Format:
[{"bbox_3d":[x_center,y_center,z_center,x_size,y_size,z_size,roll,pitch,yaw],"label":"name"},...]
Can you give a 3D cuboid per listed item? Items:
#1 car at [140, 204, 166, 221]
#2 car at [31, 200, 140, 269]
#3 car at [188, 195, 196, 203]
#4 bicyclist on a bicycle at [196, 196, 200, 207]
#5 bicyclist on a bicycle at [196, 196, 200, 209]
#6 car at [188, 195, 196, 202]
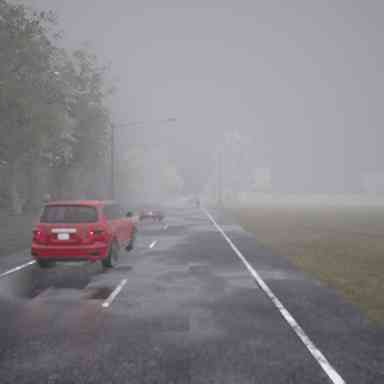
[{"bbox_3d":[-3.383,1.715,29.099,1.994,1.385,4.181,0,0,0],"label":"car"},{"bbox_3d":[-3.394,1.282,11.476,2.150,2.045,5.566,0,0,0],"label":"car"},{"bbox_3d":[0.050,1.961,78.365,1.994,1.385,4.181,0,0,0],"label":"car"},{"bbox_3d":[1.000,1.680,59.422,0.659,1.776,1.843,0,0,0],"label":"bicyclist on a bicycle"},{"bbox_3d":[0.987,1.700,50.644,0.866,1.612,1.509,0,0,0],"label":"bicyclist on a bicycle"},{"bbox_3d":[0.055,1.695,90.945,2.097,1.767,4.553,0,0,0],"label":"car"}]
